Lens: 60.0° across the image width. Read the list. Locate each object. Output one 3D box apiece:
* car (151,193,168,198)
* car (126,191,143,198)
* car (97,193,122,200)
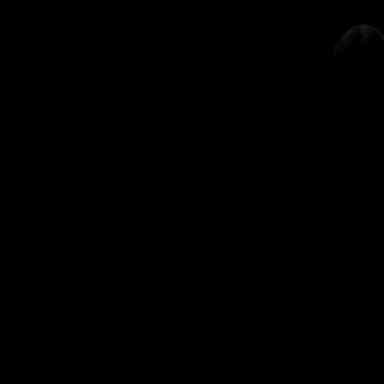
[{"bbox_3d":[-7.561,0.781,76.876,1.882,1.535,5.008,-1,0,35],"label":"car"},{"bbox_3d":[-13.145,0.734,73.727,2.150,2.045,5.566,-1,0,35],"label":"car"},{"bbox_3d":[-16.221,0.900,64.574,2.097,1.767,4.553,-1,0,35],"label":"car"}]
